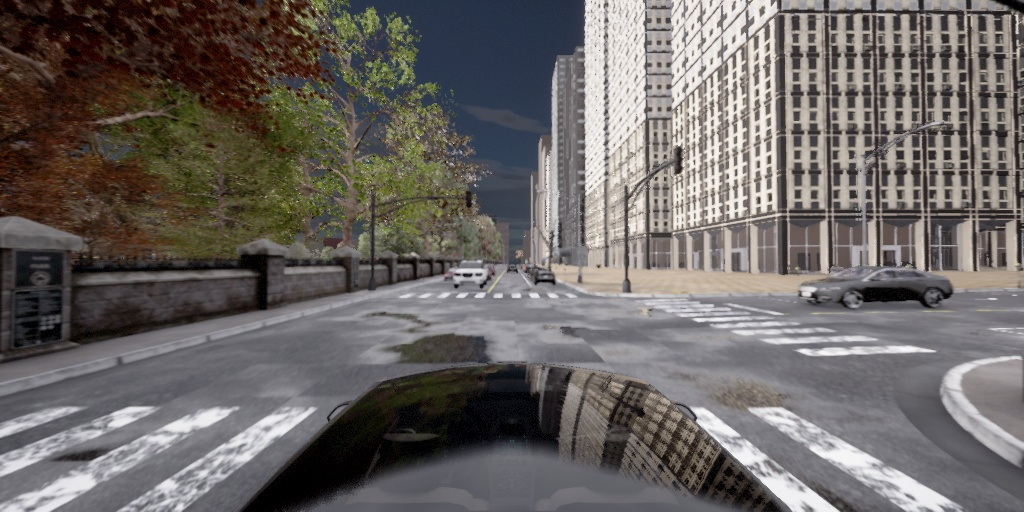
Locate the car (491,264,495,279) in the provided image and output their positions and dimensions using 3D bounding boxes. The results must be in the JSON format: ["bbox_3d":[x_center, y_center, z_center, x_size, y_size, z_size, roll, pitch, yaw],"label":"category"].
[{"bbox_3d":[-3.091,1.795,37.630,1.812,1.442,4.674,0,-1,0],"label":"car"}]

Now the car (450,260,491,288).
[{"bbox_3d":[-3.104,1.347,27.758,2.150,2.045,5.566,0,-1,0],"label":"car"}]

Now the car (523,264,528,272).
[{"bbox_3d":[2.682,1.896,41.791,1.948,1.339,4.313,0,0,0],"label":"car"}]

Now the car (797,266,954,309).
[{"bbox_3d":[13.737,1.158,13.761,4.902,1.511,2.128,-1,-1,0],"label":"car"}]

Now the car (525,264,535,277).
[{"bbox_3d":[2.683,1.813,36.159,1.948,1.339,4.313,0,0,0],"label":"car"}]

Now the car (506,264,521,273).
[{"bbox_3d":[0.090,2.104,59.579,1.837,1.490,4.892,0,-1,0],"label":"car"}]

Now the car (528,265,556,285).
[{"bbox_3d":[2.683,1.730,30.527,1.948,1.339,4.313,0,0,0],"label":"car"}]

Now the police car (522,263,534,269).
[{"bbox_3d":[3.124,2.014,58.957,1.930,1.638,5.238,0,-1,0],"label":"police car"}]

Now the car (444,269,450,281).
[{"bbox_3d":[-5.698,1.830,36.157,1.802,1.307,4.207,0,0,0],"label":"car"}]
